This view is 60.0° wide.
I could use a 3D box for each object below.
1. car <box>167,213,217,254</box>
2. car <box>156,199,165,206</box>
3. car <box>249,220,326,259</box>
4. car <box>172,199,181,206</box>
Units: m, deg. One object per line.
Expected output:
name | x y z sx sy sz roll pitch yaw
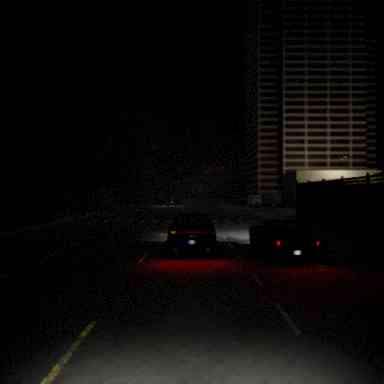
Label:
car | 0.013 1.633 14.201 1.882 1.535 5.008 0 0 0
car | -7.053 2.355 75.268 2.033 1.411 5.357 0 -1 0
car | 3.504 1.746 13.243 1.895 1.301 4.718 0 -1 0
car | -3.553 2.315 75.226 1.837 1.490 4.892 0 -1 0
